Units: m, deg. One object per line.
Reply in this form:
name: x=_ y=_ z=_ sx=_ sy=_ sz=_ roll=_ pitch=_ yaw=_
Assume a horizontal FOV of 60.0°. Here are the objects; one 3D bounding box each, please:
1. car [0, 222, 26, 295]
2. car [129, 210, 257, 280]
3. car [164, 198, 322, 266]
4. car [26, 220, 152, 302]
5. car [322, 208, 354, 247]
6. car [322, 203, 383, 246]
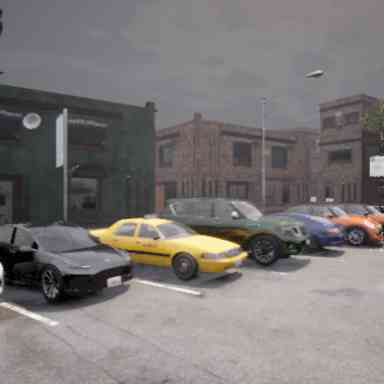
car: x=-6.054 y=1.234 z=6.666 sx=5.566 sy=2.045 sz=2.435 roll=-1 pitch=-1 yaw=35
car: x=-1.007 y=1.482 z=10.023 sx=5.366 sy=1.575 sz=1.946 roll=-1 pitch=-1 yaw=35
car: x=1.319 y=1.238 z=11.856 sx=5.566 sy=2.045 sz=2.435 roll=-1 pitch=-1 yaw=35
car: x=-3.594 y=1.515 z=8.385 sx=4.792 sy=1.488 sz=2.163 roll=-1 pitch=-1 yaw=35
car: x=3.753 y=1.533 z=13.573 sx=4.674 sy=1.452 sz=2.002 roll=-1 pitch=-1 yaw=35
car: x=6.184 y=1.372 z=15.325 sx=4.553 sy=1.767 sz=2.185 roll=-1 pitch=-1 yaw=35
